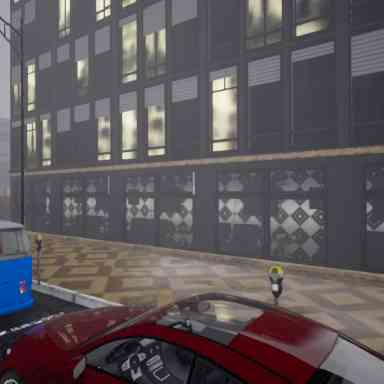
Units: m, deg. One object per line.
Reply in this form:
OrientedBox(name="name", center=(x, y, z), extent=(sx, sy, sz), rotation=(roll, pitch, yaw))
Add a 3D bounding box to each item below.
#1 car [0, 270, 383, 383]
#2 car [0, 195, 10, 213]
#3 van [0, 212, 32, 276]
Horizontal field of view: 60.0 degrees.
OrientedBox(name="car", center=(0.016, 1.582, 2.825), extent=(4.206, 1.307, 1.802), rotation=(0, 0, 35))
OrientedBox(name="car", center=(-14.518, 1.357, 28.235), extent=(2.192, 1.841, 5.009), rotation=(-1, -1, 35))
OrientedBox(name="van", center=(-4.617, 1.342, 6.126), extent=(3.998, 1.788, 1.690), rotation=(0, 0, 35))
